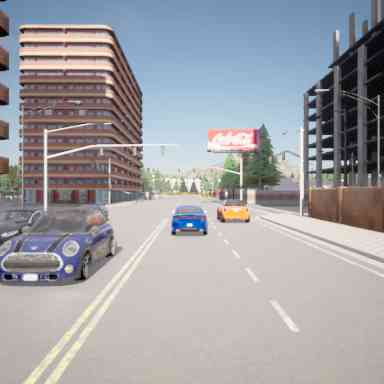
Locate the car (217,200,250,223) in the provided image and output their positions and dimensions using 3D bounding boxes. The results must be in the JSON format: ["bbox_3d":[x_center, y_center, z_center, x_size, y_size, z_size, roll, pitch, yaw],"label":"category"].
[{"bbox_3d":[3.151,1.365,26.060,2.097,1.767,4.553,0,0,-1],"label":"car"}]

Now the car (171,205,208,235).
[{"bbox_3d":[-0.152,1.487,18.932,1.882,1.535,5.008,0,0,-1],"label":"car"}]

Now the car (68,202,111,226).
[{"bbox_3d":[-7.331,1.538,24.282,1.812,1.442,4.674,0,0,-1],"label":"car"}]

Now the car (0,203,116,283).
[{"bbox_3d":[-3.717,1.356,9.838,2.097,1.767,4.553,0,0,-1],"label":"car"}]
